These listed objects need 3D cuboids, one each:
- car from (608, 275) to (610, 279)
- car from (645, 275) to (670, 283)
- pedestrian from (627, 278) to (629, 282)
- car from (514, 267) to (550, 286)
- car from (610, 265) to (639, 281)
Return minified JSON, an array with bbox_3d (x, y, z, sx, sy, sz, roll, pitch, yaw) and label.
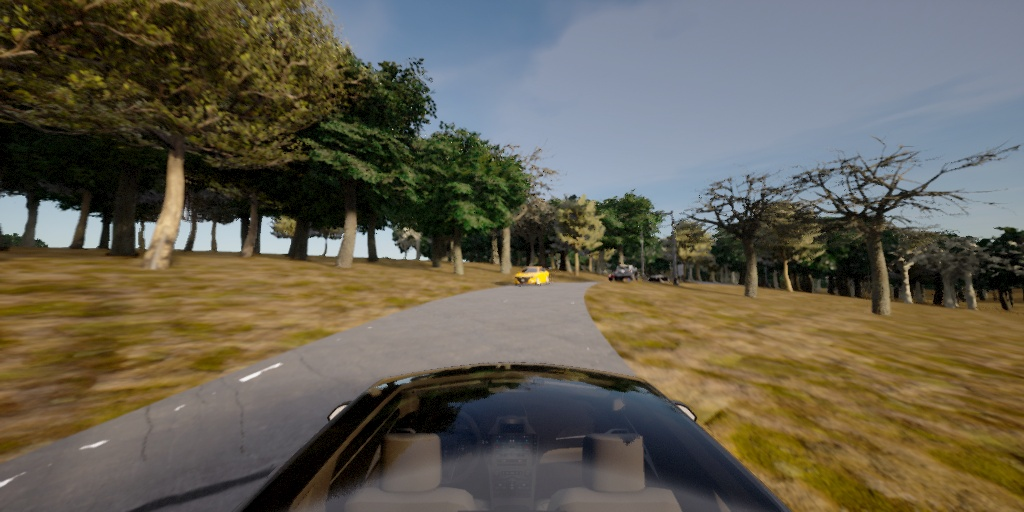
[{"bbox_3d":[14.191,2.663,46.572,1.895,1.301,4.718,-5,-7,37],"label":"car"},{"bbox_3d":[23.478,3.669,57.297,4.718,1.301,1.895,5,-8,-44],"label":"car"},{"bbox_3d":[12.580,2.172,38.794,0.375,1.300,0.375,0,-6,15],"label":"pedestrian"},{"bbox_3d":[1.654,1.611,29.098,1.882,1.535,5.008,-3,-3,20],"label":"car"},{"bbox_3d":[11.727,1.707,36.691,1.970,1.475,3.806,-4,-5,28],"label":"car"}]
